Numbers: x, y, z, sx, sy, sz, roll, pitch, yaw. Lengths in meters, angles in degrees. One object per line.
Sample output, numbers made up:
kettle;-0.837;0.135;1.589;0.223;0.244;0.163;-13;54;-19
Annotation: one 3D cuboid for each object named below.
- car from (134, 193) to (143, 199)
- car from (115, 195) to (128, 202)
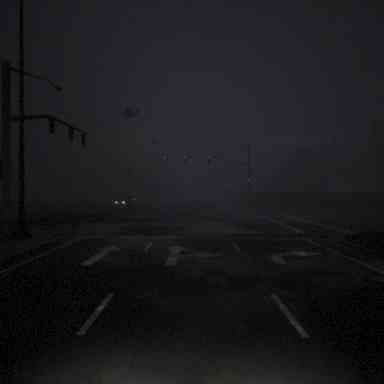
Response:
car;-14.849;1.162;92.291;1.837;1.490;4.892;0;0;0
car;-14.988;1.336;70.757;1.895;1.301;4.718;0;0;0
